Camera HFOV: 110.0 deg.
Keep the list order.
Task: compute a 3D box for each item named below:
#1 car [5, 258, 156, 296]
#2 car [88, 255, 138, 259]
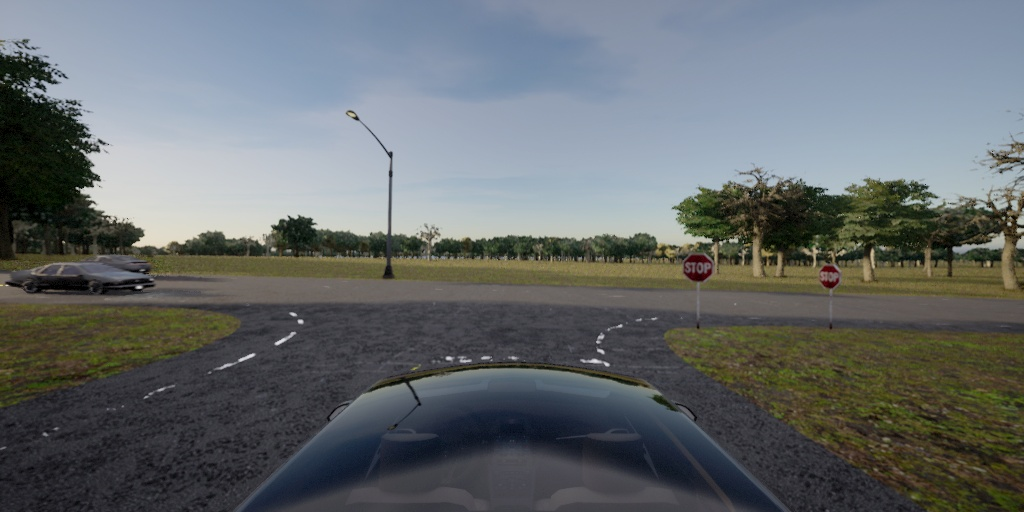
[{"bbox_3d":[-20.167,1.013,16.874,5.357,1.411,2.033,2,1,1],"label":"car"},{"bbox_3d":[-27.038,0.680,23.914,4.902,1.511,2.128,2,1,0],"label":"car"}]
